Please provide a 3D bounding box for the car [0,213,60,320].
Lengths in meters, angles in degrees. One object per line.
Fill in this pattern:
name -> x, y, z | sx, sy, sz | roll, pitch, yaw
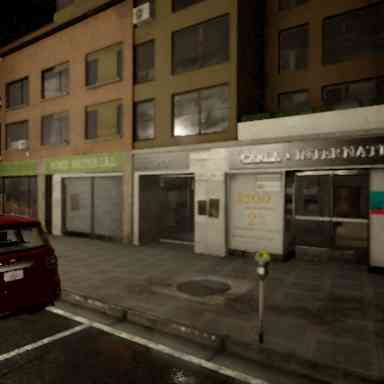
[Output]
car -> -4.577, 1.327, 6.324 | 5.009, 1.841, 2.192 | 0, 0, 35
